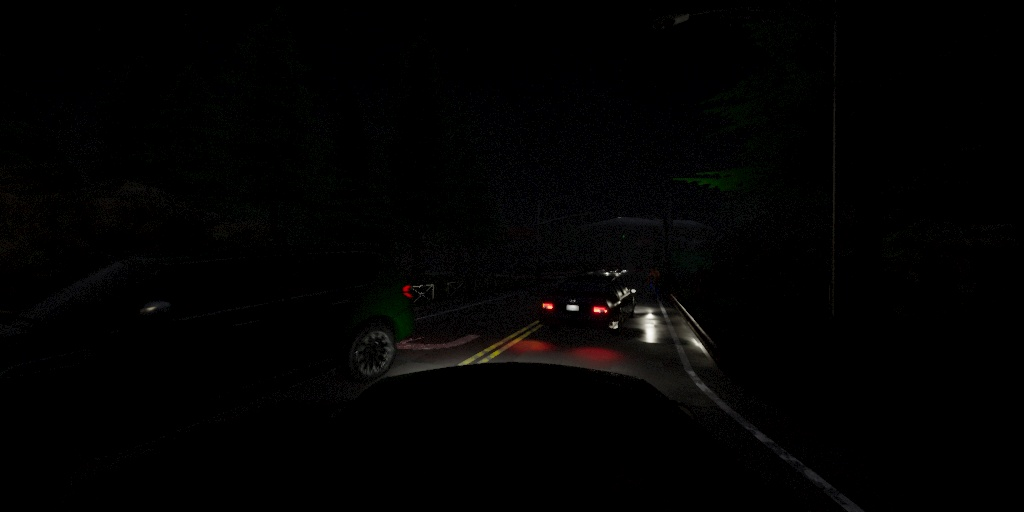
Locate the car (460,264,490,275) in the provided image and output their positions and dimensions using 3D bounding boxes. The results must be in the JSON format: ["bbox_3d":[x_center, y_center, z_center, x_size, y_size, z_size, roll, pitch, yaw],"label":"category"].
[{"bbox_3d":[-4.932,1.696,44.866,4.181,1.385,1.994,1,-1,20],"label":"car"}]

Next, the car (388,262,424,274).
[{"bbox_3d":[-14.297,1.585,48.357,4.181,1.385,1.994,1,-1,21],"label":"car"}]

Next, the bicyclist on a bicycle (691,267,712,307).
[{"bbox_3d":[8.019,1.304,15.105,1.656,1.620,0.582,1,-1,-34],"label":"bicyclist on a bicycle"}]

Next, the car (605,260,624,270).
[{"bbox_3d":[16.927,1.707,59.819,2.150,2.045,5.566,1,-1,20],"label":"car"}]

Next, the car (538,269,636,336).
[{"bbox_3d":[2.401,1.253,10.336,2.033,1.411,5.357,1,-1,25],"label":"car"}]

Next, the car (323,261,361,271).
[{"bbox_3d":[-25.064,1.445,52.742,5.357,1.411,2.033,1,-1,25],"label":"car"}]

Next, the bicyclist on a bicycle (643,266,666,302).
[{"bbox_3d":[6.587,1.293,16.501,1.656,1.620,0.582,1,-1,-31],"label":"bicyclist on a bicycle"}]

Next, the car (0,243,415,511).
[{"bbox_3d":[-3.646,0.886,4.322,2.150,2.045,5.566,1,3,27],"label":"car"}]
